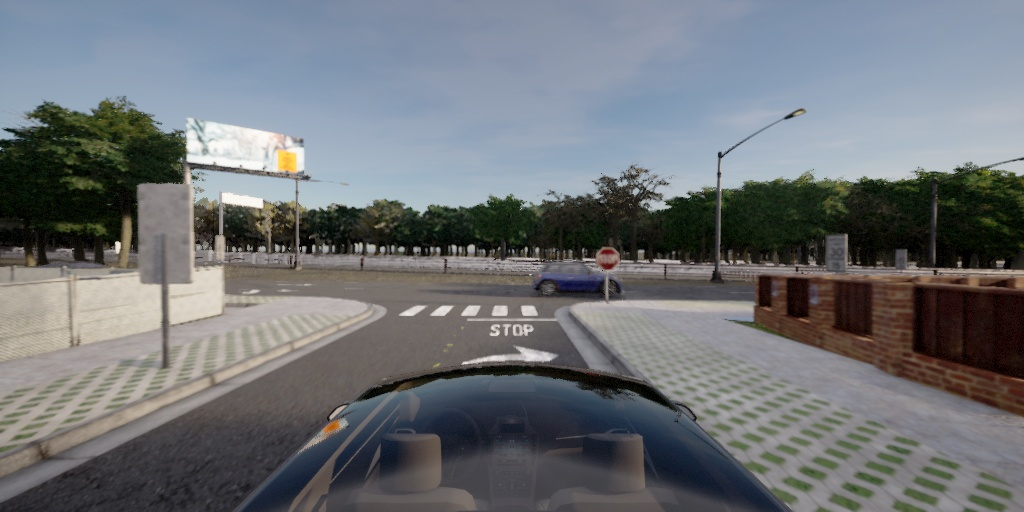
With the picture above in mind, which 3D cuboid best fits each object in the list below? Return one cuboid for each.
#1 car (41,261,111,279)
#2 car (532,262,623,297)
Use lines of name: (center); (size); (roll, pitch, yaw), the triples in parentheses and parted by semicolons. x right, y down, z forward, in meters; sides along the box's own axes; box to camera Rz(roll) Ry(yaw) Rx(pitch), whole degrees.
car: (-22.256, 0.978, 18.438); (4.181, 1.385, 1.994); (1, 1, 2)
car: (3.338, 1.130, 18.605); (4.553, 1.767, 2.097); (1, 1, -2)
